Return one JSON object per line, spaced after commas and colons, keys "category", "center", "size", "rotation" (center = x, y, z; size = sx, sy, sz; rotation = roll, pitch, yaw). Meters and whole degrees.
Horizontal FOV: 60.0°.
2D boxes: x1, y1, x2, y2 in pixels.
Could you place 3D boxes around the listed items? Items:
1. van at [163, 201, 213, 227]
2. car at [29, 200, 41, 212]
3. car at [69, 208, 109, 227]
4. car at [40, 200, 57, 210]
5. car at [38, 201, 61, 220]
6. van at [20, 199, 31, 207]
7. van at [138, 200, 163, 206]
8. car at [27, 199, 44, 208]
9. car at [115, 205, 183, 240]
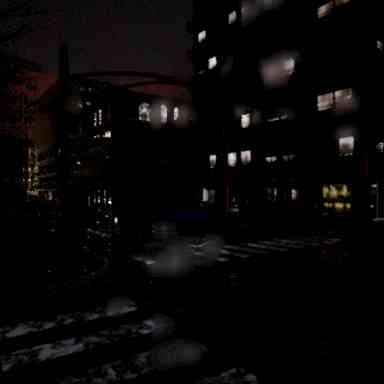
{"category": "van", "center": [-0.197, 1.565, 24.988], "size": [1.690, 1.788, 3.998], "rotation": [-2, 0, -36]}
{"category": "car", "center": [-20.385, 2.117, 42.934], "size": [2.128, 1.511, 4.902], "rotation": [0, -1, -36]}
{"category": "car", "center": [-8.196, 1.933, 26.154], "size": [1.895, 1.301, 4.718], "rotation": [0, -1, -36]}
{"category": "car", "center": [-26.320, 2.295, 60.773], "size": [1.967, 1.590, 4.097], "rotation": [-2, 0, -36]}
{"category": "car", "center": [-14.189, 2.001, 34.383], "size": [1.812, 1.442, 4.674], "rotation": [0, -1, -36]}
{"category": "van", "center": [-39.384, 2.519, 78.664], "size": [1.690, 1.788, 3.998], "rotation": [-2, 0, -36]}
{"category": "van", "center": [-3.463, 1.643, 29.461], "size": [1.690, 1.788, 3.998], "rotation": [-2, 0, -36]}
{"category": "car", "center": [-32.853, 2.331, 69.717], "size": [2.192, 1.841, 5.009], "rotation": [-2, 0, -36]}
{"category": "car", "center": [-2.742, 1.708, 18.701], "size": [1.837, 1.490, 4.892], "rotation": [0, -1, -35]}
